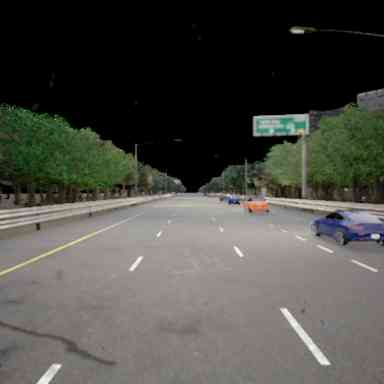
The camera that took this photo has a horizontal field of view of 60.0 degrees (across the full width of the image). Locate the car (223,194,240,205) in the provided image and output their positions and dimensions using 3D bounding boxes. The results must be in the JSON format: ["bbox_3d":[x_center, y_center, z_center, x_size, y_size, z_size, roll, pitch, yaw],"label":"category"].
[{"bbox_3d":[7.092,1.461,57.805,1.882,1.535,5.008,0,0,0],"label":"car"}]

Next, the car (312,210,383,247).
[{"bbox_3d":[7.003,1.533,14.997,1.812,1.442,4.674,0,0,0],"label":"car"}]

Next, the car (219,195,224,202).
[{"bbox_3d":[7.133,1.453,75.452,1.837,1.490,4.892,0,0,0],"label":"car"}]

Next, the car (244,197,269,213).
[{"bbox_3d":[7.045,1.334,36.898,2.097,1.767,4.553,0,0,0],"label":"car"}]
